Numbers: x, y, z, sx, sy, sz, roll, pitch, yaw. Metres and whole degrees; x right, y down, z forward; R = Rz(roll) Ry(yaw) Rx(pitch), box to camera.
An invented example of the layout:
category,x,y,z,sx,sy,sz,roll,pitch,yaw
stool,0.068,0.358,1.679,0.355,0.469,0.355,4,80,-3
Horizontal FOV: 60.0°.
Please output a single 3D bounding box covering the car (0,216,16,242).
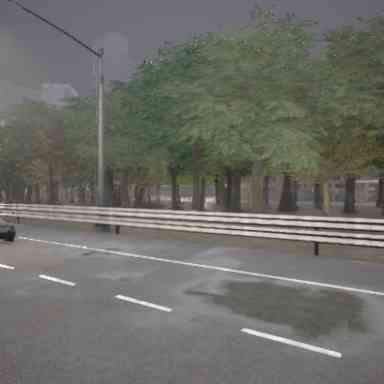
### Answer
category,x,y,z,sx,sy,sz,roll,pitch,yaw
car,-9.932,1.567,15.255,4.181,1.385,1.994,0,0,35
